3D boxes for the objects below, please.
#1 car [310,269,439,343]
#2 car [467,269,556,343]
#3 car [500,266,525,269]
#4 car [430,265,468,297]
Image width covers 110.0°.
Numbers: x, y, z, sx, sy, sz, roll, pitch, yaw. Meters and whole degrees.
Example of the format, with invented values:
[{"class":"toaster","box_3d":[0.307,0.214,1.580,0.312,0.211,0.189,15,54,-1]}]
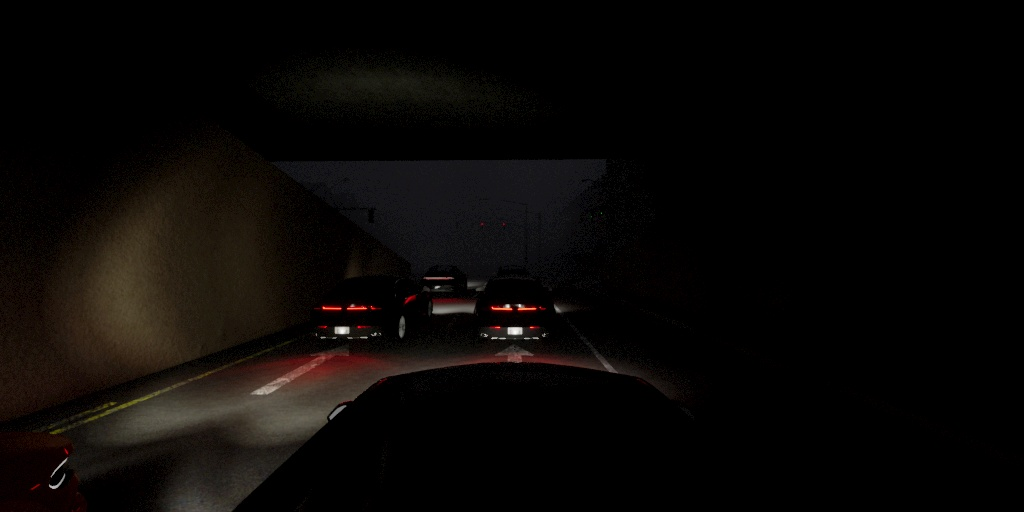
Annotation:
[{"class":"car","box_3d":[-3.446,1.255,9.667,1.837,1.490,4.892,0,0,0]},{"class":"car","box_3d":[0.054,1.255,9.609,1.837,1.490,4.892,0,0,0]},{"class":"car","box_3d":[0.015,1.255,19.019,1.837,1.490,4.892,0,0,0]},{"class":"car","box_3d":[-3.481,1.242,18.984,2.128,1.511,4.902,0,0,-1]}]
